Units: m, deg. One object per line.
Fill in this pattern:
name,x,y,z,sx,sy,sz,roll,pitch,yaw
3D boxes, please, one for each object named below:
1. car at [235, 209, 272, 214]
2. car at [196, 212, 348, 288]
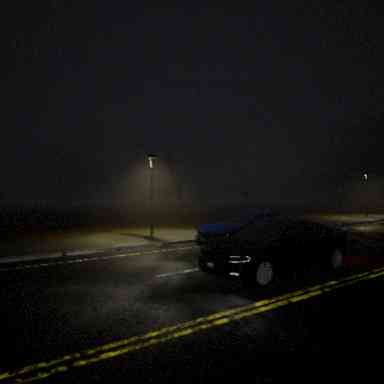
car,2.430,1.494,13.501,5.008,1.535,1.882,0,0,-36
car,2.461,1.489,9.502,5.008,1.535,1.882,0,0,-36
